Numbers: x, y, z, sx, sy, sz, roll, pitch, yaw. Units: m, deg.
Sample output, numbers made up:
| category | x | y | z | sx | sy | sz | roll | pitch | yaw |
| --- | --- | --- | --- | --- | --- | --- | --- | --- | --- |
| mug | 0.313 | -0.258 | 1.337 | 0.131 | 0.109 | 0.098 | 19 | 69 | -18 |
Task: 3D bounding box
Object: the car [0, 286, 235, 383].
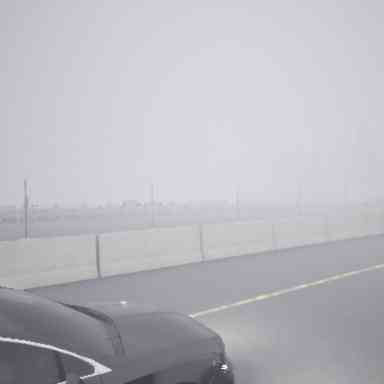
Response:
| category | x | y | z | sx | sy | sz | roll | pitch | yaw |
| --- | --- | --- | --- | --- | --- | --- | --- | --- | --- |
| car | -1.866 | 1.505 | 2.424 | 4.892 | 1.490 | 1.837 | 0 | 0 | -34 |
